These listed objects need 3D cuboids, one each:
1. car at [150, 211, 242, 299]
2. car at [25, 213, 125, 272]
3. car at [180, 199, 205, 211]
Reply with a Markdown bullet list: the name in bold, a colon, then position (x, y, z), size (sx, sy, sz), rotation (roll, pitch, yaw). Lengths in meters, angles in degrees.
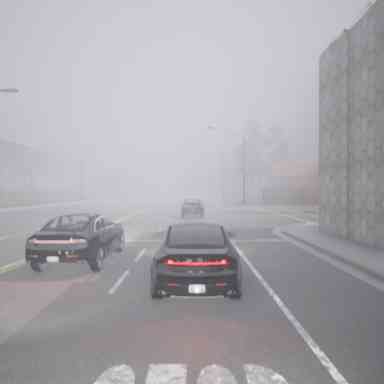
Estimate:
- **car**: position (0.084, 1.451, 8.308), size (1.837, 1.490, 4.892), rotation (0, 0, 0)
- **car**: position (-3.421, 1.423, 10.579), size (2.128, 1.511, 4.902), rotation (0, 0, 0)
- **car**: position (0.042, 1.308, 28.739), size (2.128, 1.511, 4.902), rotation (0, 0, 0)
